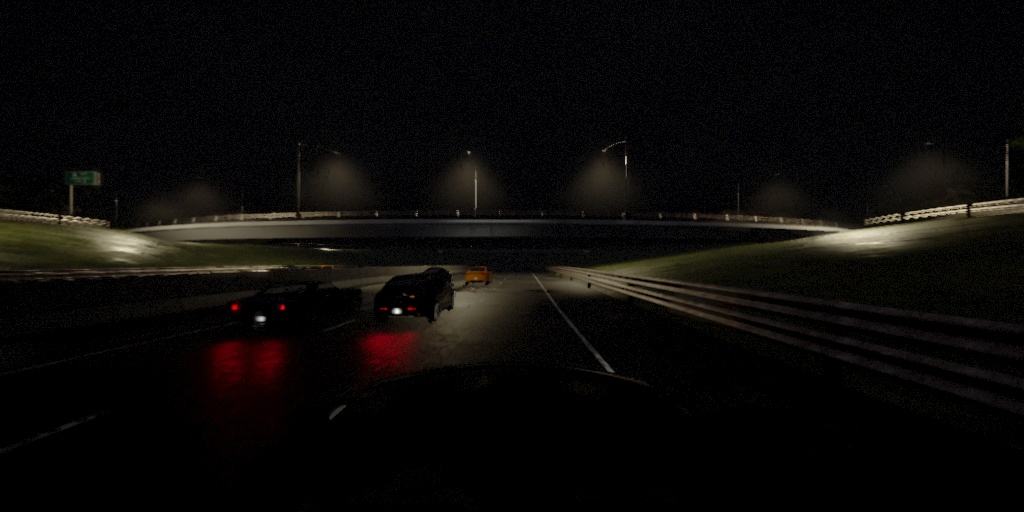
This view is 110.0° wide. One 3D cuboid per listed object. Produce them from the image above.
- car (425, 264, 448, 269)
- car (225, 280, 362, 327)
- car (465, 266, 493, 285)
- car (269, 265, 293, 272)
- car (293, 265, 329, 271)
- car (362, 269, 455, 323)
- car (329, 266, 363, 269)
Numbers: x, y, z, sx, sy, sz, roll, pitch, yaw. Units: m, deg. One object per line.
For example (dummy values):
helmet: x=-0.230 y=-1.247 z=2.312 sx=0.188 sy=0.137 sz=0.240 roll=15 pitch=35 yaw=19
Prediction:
car: x=-6.233 y=1.642 z=29.655 sx=1.812 sy=1.442 sz=4.674 roll=0 pitch=-1 yaw=2
car: x=-6.791 y=1.457 z=11.976 sx=1.895 sy=1.301 sz=4.718 roll=0 pitch=-1 yaw=1
car: x=-2.711 y=1.612 z=30.270 sx=1.882 sy=1.535 sz=5.008 roll=0 pitch=-1 yaw=2
car: x=-23.641 y=1.705 z=38.126 sx=2.128 sy=1.511 sz=4.902 roll=0 pitch=-1 yaw=2
car: x=-20.162 y=1.689 z=37.539 sx=1.882 sy=1.535 sz=5.008 roll=0 pitch=-1 yaw=2
car: x=-3.266 y=1.378 z=12.762 sx=1.837 sy=1.490 sz=4.892 roll=0 pitch=-1 yaw=1
car: x=-16.669 y=1.742 z=37.385 sx=1.812 sy=1.442 sz=4.674 roll=0 pitch=-1 yaw=2
